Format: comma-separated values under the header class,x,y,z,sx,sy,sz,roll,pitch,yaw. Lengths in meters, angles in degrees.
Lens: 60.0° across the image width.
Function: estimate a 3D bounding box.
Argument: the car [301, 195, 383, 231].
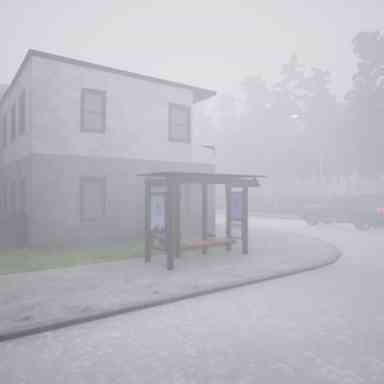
class,x,y,z,sx,sy,sz,roll,pitch,yaw
car,9.678,1.214,20.943,2.150,2.045,5.566,-1,1,-37
